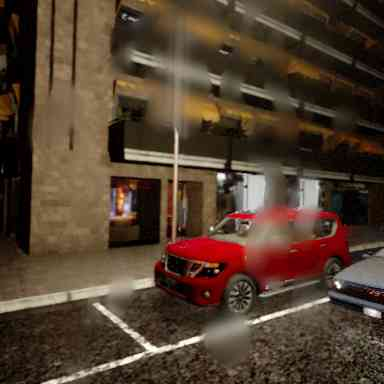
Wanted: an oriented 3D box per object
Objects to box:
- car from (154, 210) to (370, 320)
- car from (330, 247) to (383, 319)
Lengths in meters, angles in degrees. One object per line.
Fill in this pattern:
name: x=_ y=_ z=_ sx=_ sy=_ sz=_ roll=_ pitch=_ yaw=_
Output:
car: x=1.648 y=1.376 z=7.666 sx=5.009 sy=1.841 sz=2.192 roll=1 pitch=1 yaw=-35
car: x=5.153 y=1.635 z=7.048 sx=5.357 sy=1.411 sz=2.033 roll=1 pitch=0 yaw=-35
